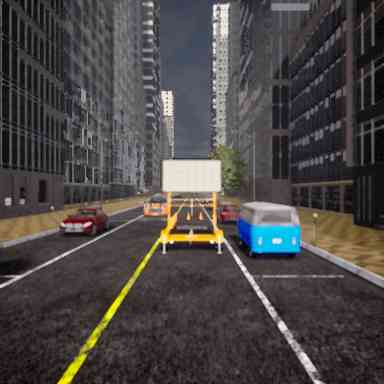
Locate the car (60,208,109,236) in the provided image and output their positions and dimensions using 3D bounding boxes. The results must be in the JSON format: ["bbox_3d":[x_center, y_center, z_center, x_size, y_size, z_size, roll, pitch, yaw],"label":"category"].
[{"bbox_3d":[-5.694,1.541,18.054,1.802,1.307,4.206,0,0,0],"label":"car"}]

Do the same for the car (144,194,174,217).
[{"bbox_3d":[-3.103,1.283,30.312,2.097,1.767,4.553,0,0,0],"label":"car"}]

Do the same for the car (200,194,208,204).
[{"bbox_3d":[2.682,1.426,52.208,2.008,1.369,4.403,0,0,0],"label":"car"}]

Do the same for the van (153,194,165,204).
[{"bbox_3d":[-5.700,1.197,57.902,1.690,1.788,3.998,0,0,0],"label":"van"}]

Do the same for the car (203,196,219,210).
[{"bbox_3d":[2.683,1.489,40.823,1.802,1.307,4.206,0,0,0],"label":"car"}]

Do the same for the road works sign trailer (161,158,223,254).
[{"bbox_3d":[-0.002,0.434,13.377,2.380,3.560,2.880,0,0,0],"label":"road works sign trailer"}]

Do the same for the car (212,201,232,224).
[{"bbox_3d":[2.686,1.528,23.745,1.802,1.307,4.206,0,0,0],"label":"car"}]

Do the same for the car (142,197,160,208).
[{"bbox_3d":[-5.698,1.443,46.517,2.008,1.369,4.403,0,0,0],"label":"car"}]

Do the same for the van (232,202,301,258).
[{"bbox_3d":[2.688,1.313,12.361,1.690,1.788,3.998,0,0,0],"label":"van"}]

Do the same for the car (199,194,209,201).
[{"bbox_3d":[2.678,1.232,74.977,1.967,1.590,4.097,0,0,0],"label":"car"}]

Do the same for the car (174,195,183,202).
[{"bbox_3d":[-3.013,1.277,71.278,1.882,1.535,5.008,0,0,0],"label":"car"}]
